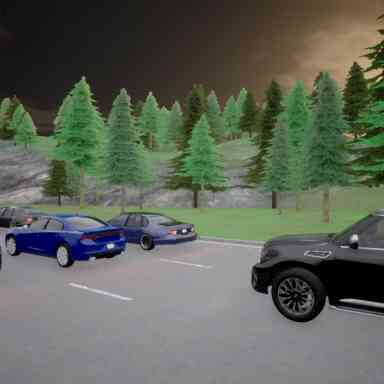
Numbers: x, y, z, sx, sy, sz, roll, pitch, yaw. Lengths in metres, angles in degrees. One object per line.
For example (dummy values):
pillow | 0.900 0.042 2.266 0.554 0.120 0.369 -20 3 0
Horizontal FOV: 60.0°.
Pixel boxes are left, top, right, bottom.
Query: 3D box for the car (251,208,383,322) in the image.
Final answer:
car | 3.813 1.221 5.574 5.566 2.045 2.150 0 0 35

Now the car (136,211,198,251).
car | -2.342 1.547 14.232 5.357 1.411 2.033 0 0 35

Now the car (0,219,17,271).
car | -6.915 1.505 8.895 4.892 1.490 1.837 0 0 36

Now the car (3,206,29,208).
car | -10.572 1.547 20.034 5.357 1.411 2.033 0 0 35

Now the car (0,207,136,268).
car | -4.464 1.478 11.445 5.008 1.535 1.882 0 0 35
